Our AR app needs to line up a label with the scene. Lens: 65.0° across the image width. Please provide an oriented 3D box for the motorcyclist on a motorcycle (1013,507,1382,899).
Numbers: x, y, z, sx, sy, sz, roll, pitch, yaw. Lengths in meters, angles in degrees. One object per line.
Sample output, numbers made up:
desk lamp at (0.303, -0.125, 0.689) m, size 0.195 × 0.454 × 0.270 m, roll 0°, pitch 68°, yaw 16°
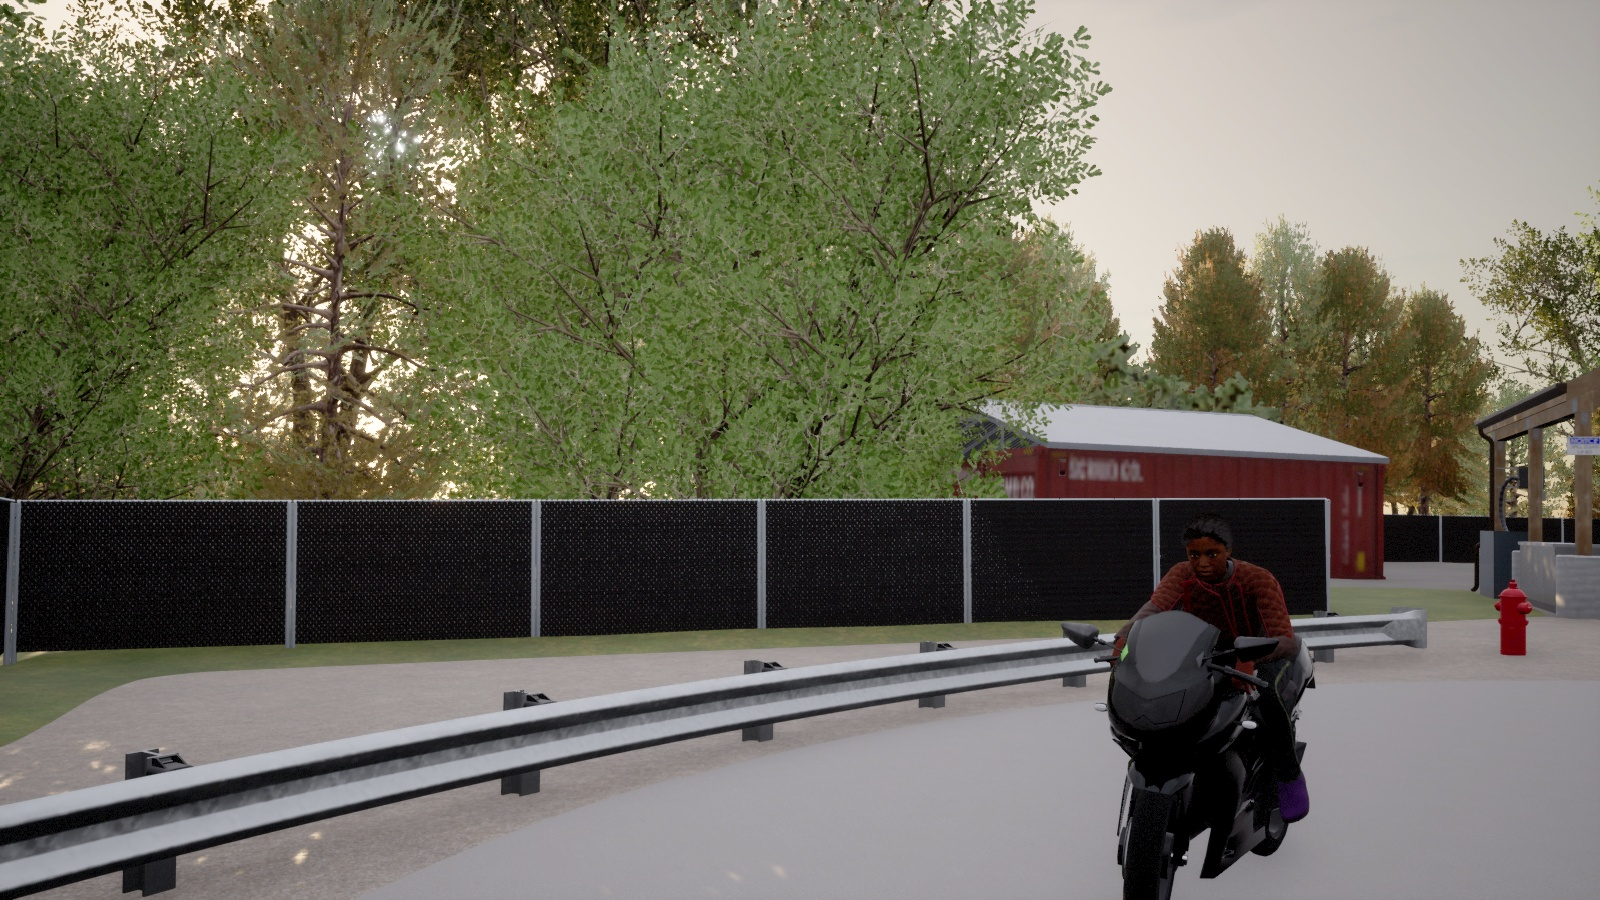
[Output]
motorcyclist on a motorcycle at (1.677, 0.996, 5.020) m, size 0.797 × 1.523 × 2.044 m, roll -1°, pitch -3°, yaw 36°
